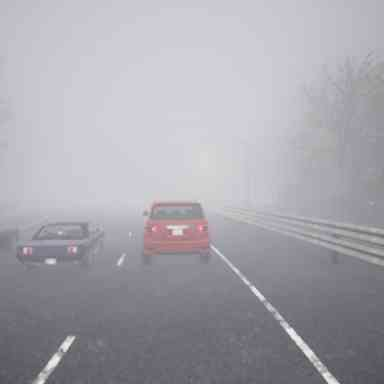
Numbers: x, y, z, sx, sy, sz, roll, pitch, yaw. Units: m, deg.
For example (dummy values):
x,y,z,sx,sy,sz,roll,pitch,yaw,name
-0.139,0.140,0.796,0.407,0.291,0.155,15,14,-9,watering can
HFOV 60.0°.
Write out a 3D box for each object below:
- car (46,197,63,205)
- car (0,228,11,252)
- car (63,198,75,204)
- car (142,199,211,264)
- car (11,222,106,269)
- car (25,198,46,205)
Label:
x,y,z,sx,sy,sz,roll,pitch,yaw,name
-30.014,1.934,70.901,1.837,1.490,4.892,0,0,-43,car
-7.730,1.690,11.504,1.895,1.301,4.718,0,0,-7,car
-27.361,1.953,73.183,1.812,1.442,4.674,0,0,-43,car
-0.653,1.282,12.316,2.150,2.045,5.566,0,0,-5,car
-4.211,1.675,11.548,1.895,1.301,4.718,0,0,-7,car
-32.667,1.979,68.618,2.033,1.411,5.357,0,0,-43,car
